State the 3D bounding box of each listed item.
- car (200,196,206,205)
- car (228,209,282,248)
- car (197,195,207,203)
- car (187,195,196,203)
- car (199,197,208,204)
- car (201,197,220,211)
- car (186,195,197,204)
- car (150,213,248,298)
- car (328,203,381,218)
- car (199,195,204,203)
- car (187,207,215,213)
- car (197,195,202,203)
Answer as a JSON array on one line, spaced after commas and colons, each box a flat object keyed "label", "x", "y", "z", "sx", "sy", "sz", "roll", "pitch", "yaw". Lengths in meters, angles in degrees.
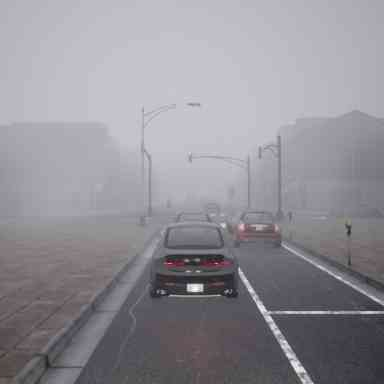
[{"label": "car", "x": 2.547, "y": 1.705, "z": 47.099, "sx": 1.947, "sy": 1.339, "sz": 4.313, "roll": 1, "pitch": 0, "yaw": 0}, {"label": "car", "x": 2.626, "y": 1.457, "z": 14.915, "sx": 1.967, "sy": 1.590, "sz": 4.097, "roll": 2, "pitch": 0, "yaw": 0}, {"label": "car", "x": 2.477, "y": 1.735, "z": 79.726, "sx": 2.192, "sy": 1.841, "sz": 5.009, "roll": 1, "pitch": -1, "yaw": 0}, {"label": "car", "x": -0.188, "y": 1.676, "z": 82.617, "sx": 2.150, "sy": 2.045, "sz": 5.566, "roll": 0, "pitch": -1, "yaw": 0}, {"label": "car", "x": 2.485, "y": 1.892, "z": 74.456, "sx": 1.752, "sy": 1.417, "sz": 4.829, "roll": 1, "pitch": -1, "yaw": 0}, {"label": "car", "x": 2.560, "y": 1.672, "z": 41.662, "sx": 1.947, "sy": 1.339, "sz": 4.313, "roll": 1, "pitch": 0, "yaw": 0}, {"label": "car", "x": -0.151, "y": 1.570, "z": 72.208, "sx": 2.150, "sy": 2.045, "sz": 5.566, "roll": 0, "pitch": -1, "yaw": 0}, {"label": "car", "x": 0.021, "y": 1.512, "z": 8.519, "sx": 1.837, "sy": 1.490, "sz": 4.892, "roll": 0, "pitch": 0, "yaw": -1}, {"label": "car", "x": 14.496, "y": 1.631, "z": 29.770, "sx": 4.181, "sy": 1.385, "sz": 1.994, "roll": 0, "pitch": -2, "yaw": 0}, {"label": "car", "x": 2.535, "y": 1.703, "z": 52.706, "sx": 1.752, "sy": 1.417, "sz": 4.829, "roll": 1, "pitch": 0, "yaw": 0}, {"label": "car", "x": 0.056, "y": 1.619, "z": 15.995, "sx": 1.895, "sy": 1.301, "sz": 4.718, "roll": 0, "pitch": 0, "yaw": 0}, {"label": "car", "x": 2.509, "y": 1.830, "z": 63.411, "sx": 1.947, "sy": 1.339, "sz": 4.313, "roll": 1, "pitch": -1, "yaw": 0}]
